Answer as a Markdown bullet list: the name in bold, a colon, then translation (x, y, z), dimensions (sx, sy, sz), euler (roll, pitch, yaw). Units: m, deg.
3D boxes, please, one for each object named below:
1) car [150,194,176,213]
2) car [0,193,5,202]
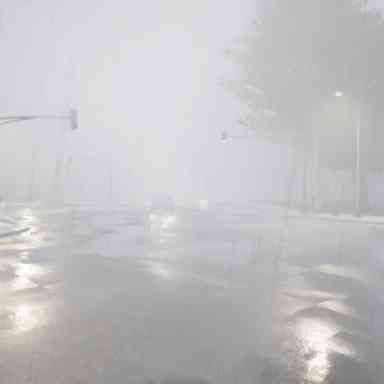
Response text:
- **car**: translation (-2.439, 0.961, 28.859), dimensions (1.812, 1.442, 4.674), euler (0, 2, 1)
- **car**: translation (-26.709, 0.585, 44.673), dimensions (1.837, 1.490, 4.892), euler (-2, 4, -44)
